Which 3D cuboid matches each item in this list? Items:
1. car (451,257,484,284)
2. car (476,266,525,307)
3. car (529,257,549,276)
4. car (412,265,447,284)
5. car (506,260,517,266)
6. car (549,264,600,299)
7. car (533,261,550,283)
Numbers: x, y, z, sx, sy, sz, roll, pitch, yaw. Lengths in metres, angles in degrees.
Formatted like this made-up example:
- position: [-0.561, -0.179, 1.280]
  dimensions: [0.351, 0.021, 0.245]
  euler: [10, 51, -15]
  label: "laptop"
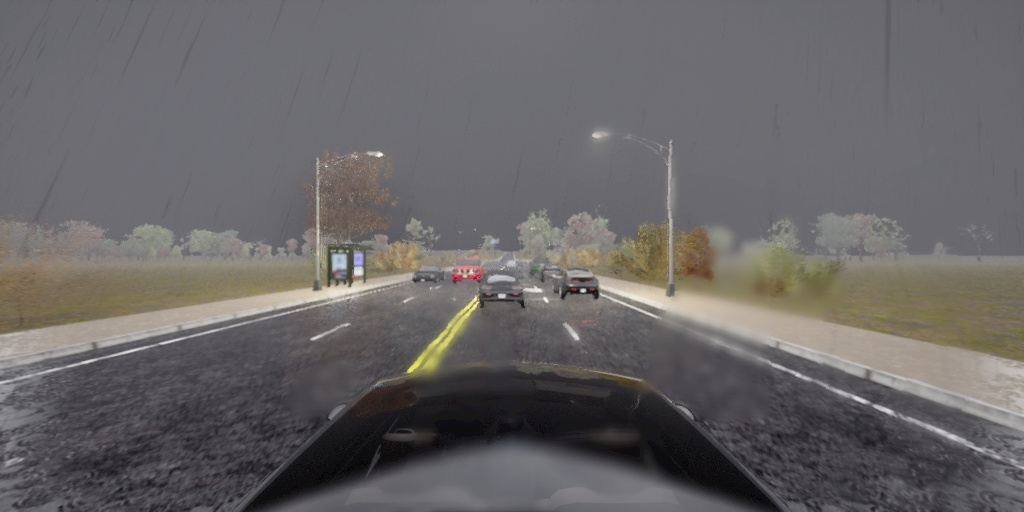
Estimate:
- position: [-3.390, 1.115, 28.699]
  dimensions: [2.150, 2.045, 5.566]
  euler: [0, 0, 0]
  label: "car"
- position: [-0.425, 1.353, 15.857]
  dimensions: [1.812, 1.442, 4.674]
  euler: [0, 0, -1]
  label: "car"
- position: [3.178, 1.172, 40.727]
  dimensions: [2.150, 2.045, 5.566]
  euler: [0, 0, 0]
  label: "car"
- position: [-6.642, 1.446, 29.383]
  dimensions: [2.033, 1.411, 5.357]
  euler: [0, 0, 0]
  label: "car"
- position: [-0.052, 1.584, 65.182]
  dimensions: [1.812, 1.442, 4.674]
  euler: [0, -1, 1]
  label: "car"
- position: [3.224, 1.346, 18.695]
  dimensions: [1.837, 1.490, 4.892]
  euler: [0, 0, 0]
  label: "car"
- position: [3.201, 1.390, 29.695]
  dimensions: [2.128, 1.511, 4.902]
  euler: [0, 0, 0]
  label: "car"
